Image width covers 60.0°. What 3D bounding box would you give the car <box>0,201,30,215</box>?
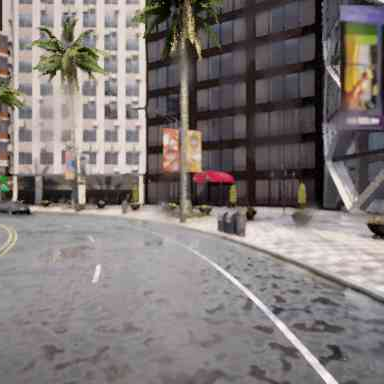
[{"bbox_3d":[-18.835,1.674,34.873,4.181,1.385,1.994,0,0,34],"label":"car"}]
